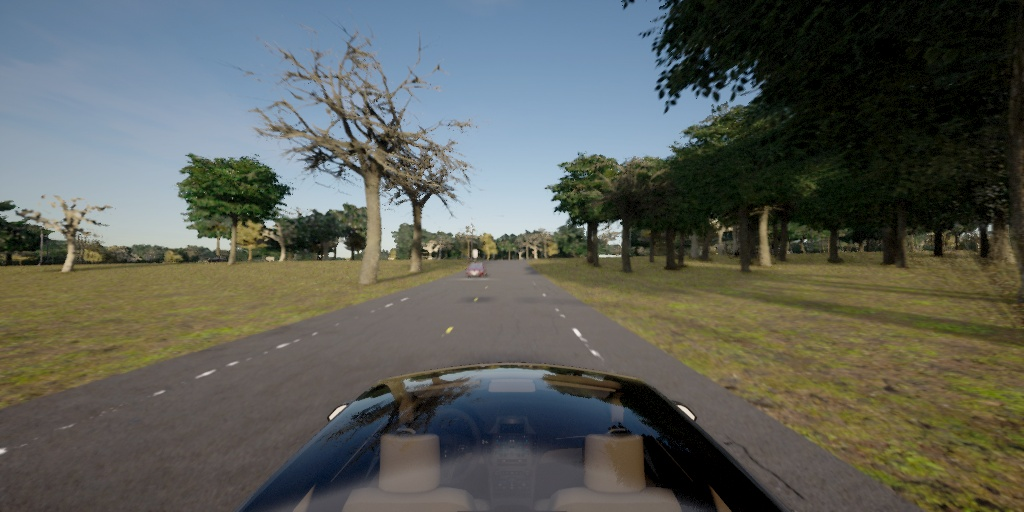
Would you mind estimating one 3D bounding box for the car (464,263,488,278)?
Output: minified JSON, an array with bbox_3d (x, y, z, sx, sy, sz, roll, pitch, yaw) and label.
[{"bbox_3d":[-3.580,1.417,36.372,1.812,1.442,4.674,0,0,0],"label":"car"}]
